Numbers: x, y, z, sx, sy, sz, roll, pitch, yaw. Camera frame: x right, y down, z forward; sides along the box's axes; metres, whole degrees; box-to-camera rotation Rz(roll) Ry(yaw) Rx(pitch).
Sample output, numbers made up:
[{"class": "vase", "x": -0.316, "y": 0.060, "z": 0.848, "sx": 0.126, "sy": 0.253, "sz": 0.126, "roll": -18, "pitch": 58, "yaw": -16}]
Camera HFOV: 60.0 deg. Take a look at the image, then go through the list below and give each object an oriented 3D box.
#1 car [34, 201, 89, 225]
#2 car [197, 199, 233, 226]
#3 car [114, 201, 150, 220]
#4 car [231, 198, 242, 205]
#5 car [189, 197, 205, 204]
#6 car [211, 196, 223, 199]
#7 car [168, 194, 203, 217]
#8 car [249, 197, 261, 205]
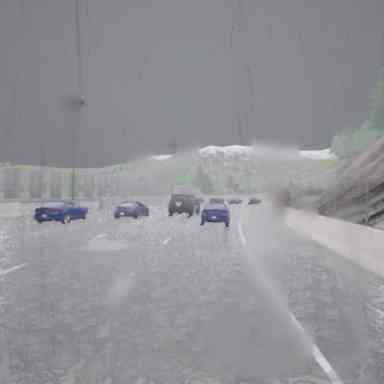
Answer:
[{"class": "car", "x": -8.941, "y": 1.359, "z": 23.315, "sx": 1.882, "sy": 1.535, "sz": 5.008, "roll": 0, "pitch": 0, "yaw": 8}, {"class": "car", "x": 1.780, "y": 1.510, "z": 24.047, "sx": 1.882, "sy": 1.535, "sz": 5.008, "roll": 0, "pitch": 0, "yaw": 8}, {"class": "car", "x": -4.856, "y": 1.466, "z": 27.122, "sx": 1.812, "sy": 1.442, "sz": 4.674, "roll": 1, "pitch": 0, "yaw": 9}, {"class": "car", "x": 8.398, "y": 1.737, "z": 63.694, "sx": 1.895, "sy": 1.301, "sz": 4.718, "roll": 1, "pitch": 0, "yaw": 19}, {"class": "car", "x": 0.997, "y": 1.597, "z": 63.469, "sx": 1.994, "sy": 1.385, "sz": 4.181, "roll": 1, "pitch": 0, "yaw": 19}, {"class": "car", "x": 4.784, "y": 1.563, "z": 63.843, "sx": 1.882, "sy": 1.535, "sz": 5.008, "roll": 1, "pitch": 0, "yaw": 19}, {"class": "car", "x": -0.662, "y": 1.222, "z": 31.221, "sx": 2.150, "sy": 2.045, "sz": 5.566, "roll": 0, "pitch": 0, "yaw": 11}, {"class": "car", "x": 12.019, "y": 1.691, "z": 63.327, "sx": 1.837, "sy": 1.490, "sz": 4.892, "roll": 0, "pitch": 0, "yaw": 19}]
